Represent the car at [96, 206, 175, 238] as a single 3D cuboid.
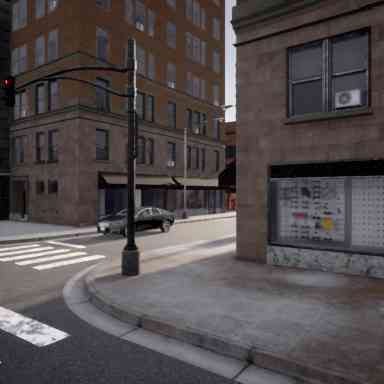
[{"bbox_3d":[-2.982,1.559,18.415,2.128,1.511,4.902,0,0,36],"label":"car"}]
